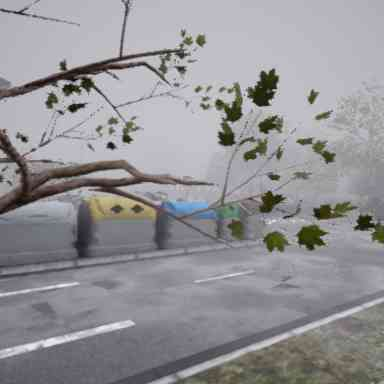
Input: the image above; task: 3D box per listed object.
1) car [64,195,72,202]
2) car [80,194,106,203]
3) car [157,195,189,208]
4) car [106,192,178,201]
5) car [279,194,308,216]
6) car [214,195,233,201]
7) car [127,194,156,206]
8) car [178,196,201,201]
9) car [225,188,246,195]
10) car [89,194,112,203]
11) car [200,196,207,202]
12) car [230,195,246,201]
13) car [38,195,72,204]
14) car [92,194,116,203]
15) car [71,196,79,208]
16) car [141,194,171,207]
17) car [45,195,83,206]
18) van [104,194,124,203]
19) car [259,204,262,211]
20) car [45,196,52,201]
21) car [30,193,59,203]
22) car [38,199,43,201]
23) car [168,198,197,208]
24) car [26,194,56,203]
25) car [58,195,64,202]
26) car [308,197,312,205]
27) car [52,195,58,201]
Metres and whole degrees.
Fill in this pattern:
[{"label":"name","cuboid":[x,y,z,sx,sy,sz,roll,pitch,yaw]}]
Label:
[{"label":"car","cuboid":[-12.556,1.247,40.742,2.231,1.521,4.892,0,-1,35]},{"label":"car","cuboid":[-9.201,1.116,35.863,2.185,1.767,4.553,0,-1,35]},{"label":"car","cuboid":[-3.145,1.609,56.961,2.435,2.045,5.566,1,-2,35]},{"label":"car","cuboid":[-4.126,0.984,28.571,2.435,2.045,5.566,1,-1,35]},{"label":"car","cuboid":[10.631,1.592,37.102,2.435,2.045,5.566,1,-2,35]},{"label":"car","cuboid":[5.470,1.725,44.543,2.185,1.767,4.553,2,-2,35]},{"label":"car","cuboid":[-10.042,1.617,66.892,2.435,2.045,5.566,1,-2,35]},{"label":"car","cuboid":[0.269,1.602,51.945,2.435,2.045,5.566,1,-2,35]},{"label":"car","cuboid":[6.949,0.099,54.586,1.812,1.442,4.674,3,3,-34]},{"label":"car","cuboid":[-23.838,1.629,86.755,2.435,2.045,5.566,1,-2,35]},{"label":"car","cuboid":[3.738,1.726,47.026,2.185,1.767,4.553,2,-2,35]},{"label":"car","cuboid":[7.152,1.719,42.013,2.185,1.767,4.553,1,-2,35]},{"label":"car","cuboid":[-22.671,1.289,55.358,2.163,1.488,4.792,0,-1,35]},{"label":"car","cuboid":[-22.127,1.626,84.218,2.435,2.045,5.566,2,-2,35]},{"label":"car","cuboid":[-10.770,1.245,38.471,1.946,1.575,5.366,0,-1,35]},{"label":"car","cuboid":[-6.634,1.610,61.877,2.435,2.045,5.566,1,-2,35]},{"label":"car","cuboid":[-19.308,1.254,50.474,2.097,1.535,5.008,1,-1,35]},{"label":"van","cuboid":[-18.611,1.656,79.377,1.878,1.987,4.442,1,-2,35]},{"label":"car","cuboid":[8.896,1.846,39.554,2.231,1.521,4.892,2,-2,35]},{"label":"car","cuboid":[-17.718,1.246,47.884,1.946,1.575,5.366,1,-1,35]},{"label":"car","cuboid":[-27.758,1.138,62.601,2.185,1.767,4.553,0,-1,35]},{"label":"car","cuboid":[-21.092,1.250,52.746,1.946,1.575,5.366,1,-1,35]},{"label":"car","cuboid":[-1.468,1.885,54.419,2.163,1.488,4.792,1,-2,35]},{"label":"car","cuboid":[-29.433,1.267,65.060,2.231,1.521,4.892,1,-1,35]},{"label":"car","cuboid":[-14.256,1.277,43.151,2.163,1.488,4.792,1,-1,35]},{"label":"car","cuboid":[13.787,0.938,44.593,1.812,1.442,4.674,3,2,-34]},{"label":"car","cuboid":[-15.925,1.250,45.604,2.097,1.535,5.008,0,-1,35]}]
